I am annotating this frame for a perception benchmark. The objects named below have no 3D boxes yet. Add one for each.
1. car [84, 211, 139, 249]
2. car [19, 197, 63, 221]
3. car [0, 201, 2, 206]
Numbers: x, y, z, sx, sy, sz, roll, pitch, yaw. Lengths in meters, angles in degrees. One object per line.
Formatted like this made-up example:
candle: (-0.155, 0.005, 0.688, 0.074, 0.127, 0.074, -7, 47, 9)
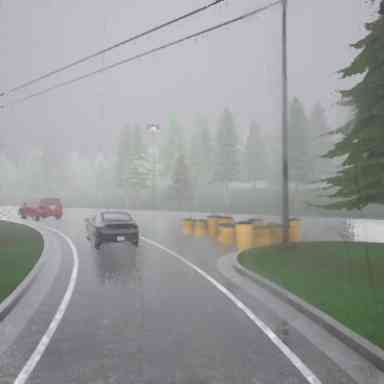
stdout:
car: (-3.799, 1.634, 15.515, 1.837, 1.490, 4.892, 0, -1, -23)
car: (-13.717, 1.509, 30.153, 2.150, 2.045, 5.566, 1, -1, -45)
car: (-43.090, 2.094, 71.875, 4.553, 1.767, 2.097, -1, 0, 38)
